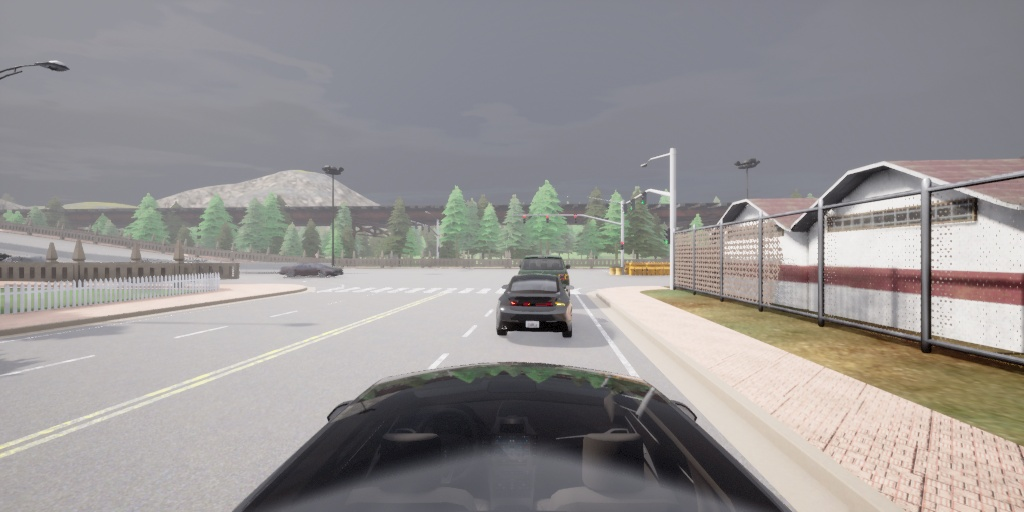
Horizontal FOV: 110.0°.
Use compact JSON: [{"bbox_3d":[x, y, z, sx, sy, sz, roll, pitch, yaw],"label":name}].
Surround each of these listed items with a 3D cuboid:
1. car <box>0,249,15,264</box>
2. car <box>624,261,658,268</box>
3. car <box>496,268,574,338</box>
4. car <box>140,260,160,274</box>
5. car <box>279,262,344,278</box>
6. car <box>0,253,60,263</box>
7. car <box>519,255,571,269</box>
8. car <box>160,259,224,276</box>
[{"bbox_3d":[-52.993,-0.167,35.707,4.718,1.301,1.895,6,0,5],"label":"car"},{"bbox_3d":[15.786,1.351,41.499,4.718,1.301,1.895,0,0,4],"label":"car"},{"bbox_3d":[0.706,1.255,10.289,1.837,1.490,4.892,0,0,6],"label":"car"},{"bbox_3d":[-34.105,1.122,34.259,4.892,1.490,1.837,2,0,4],"label":"car"},{"bbox_3d":[-18.538,1.296,33.162,5.357,1.411,2.033,0,0,4],"label":"car"},{"bbox_3d":[-41.569,0.774,31.295,4.892,1.490,1.837,3,0,4],"label":"car"},{"bbox_3d":[1.467,0.971,16.300,2.150,2.045,5.566,0,0,7],"label":"car"},{"bbox_3d":[-26.258,1.094,30.196,4.553,1.767,2.097,0,0,4],"label":"car"}]
